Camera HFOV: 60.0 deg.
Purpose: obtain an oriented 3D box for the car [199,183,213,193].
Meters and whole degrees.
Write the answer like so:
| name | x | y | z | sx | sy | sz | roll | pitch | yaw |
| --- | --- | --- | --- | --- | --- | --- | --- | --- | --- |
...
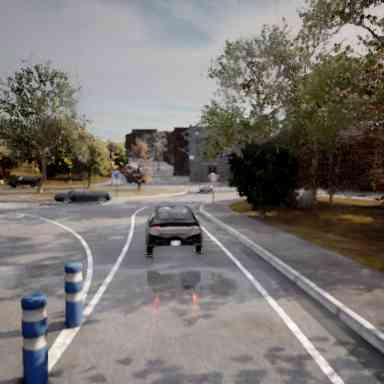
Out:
| name | x | y | z | sx | sy | sz | roll | pitch | yaw |
| --- | --- | --- | --- | --- | --- | --- | --- | --- | --- |
| car | 1.958 | -0.610 | 45.573 | 1.895 | 1.301 | 4.718 | 0 | 4 | 3 |

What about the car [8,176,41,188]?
| name | x | y | z | sx | sy | sz | roll | pitch | yaw |
| --- | --- | --- | --- | --- | --- | --- | --- | --- | --- |
| car | -29.351 | -1.793 | 58.833 | 2.150 | 2.045 | 5.566 | 3 | 4 | 43 |

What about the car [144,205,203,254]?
| name | x | y | z | sx | sy | sz | roll | pitch | yaw |
| --- | --- | --- | --- | --- | --- | --- | --- | --- | --- |
| car | -0.749 | 1.218 | 12.357 | 2.128 | 1.511 | 4.902 | 0 | 2 | -6 |

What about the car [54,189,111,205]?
| name | x | y | z | sx | sy | sz | roll | pitch | yaw |
| --- | --- | --- | --- | --- | --- | --- | --- | --- | --- |
| car | -9.649 | 0.380 | 29.511 | 4.718 | 1.301 | 1.895 | -1 | 4 | -19 |
